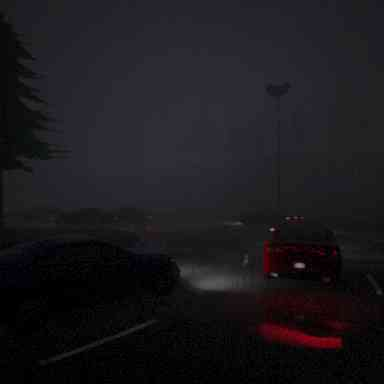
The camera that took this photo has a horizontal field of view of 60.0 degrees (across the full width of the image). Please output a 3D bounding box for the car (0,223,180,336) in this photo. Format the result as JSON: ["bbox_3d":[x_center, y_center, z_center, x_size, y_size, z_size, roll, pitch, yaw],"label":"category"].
[{"bbox_3d":[-2.346,1.639,6.958,4.674,1.442,1.812,0,0,-45],"label":"car"}]

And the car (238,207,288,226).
[{"bbox_3d":[5.491,1.792,23.654,2.033,1.411,5.357,0,-1,-29],"label":"car"}]

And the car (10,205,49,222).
[{"bbox_3d":[-14.979,2.050,32.327,4.892,1.490,1.837,0,-2,-10],"label":"car"}]

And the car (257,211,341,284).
[{"bbox_3d":[3.323,1.575,10.046,1.882,1.535,5.008,0,0,19],"label":"car"}]

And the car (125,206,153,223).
[{"bbox_3d":[-5.626,1.936,28.611,4.674,1.442,1.812,-1,-1,21],"label":"car"}]

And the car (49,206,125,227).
[{"bbox_3d":[-8.095,1.875,25.651,5.008,1.535,1.882,-1,-2,15],"label":"car"}]
